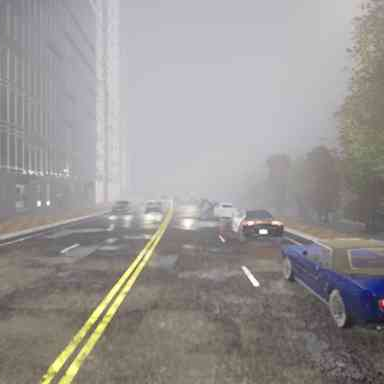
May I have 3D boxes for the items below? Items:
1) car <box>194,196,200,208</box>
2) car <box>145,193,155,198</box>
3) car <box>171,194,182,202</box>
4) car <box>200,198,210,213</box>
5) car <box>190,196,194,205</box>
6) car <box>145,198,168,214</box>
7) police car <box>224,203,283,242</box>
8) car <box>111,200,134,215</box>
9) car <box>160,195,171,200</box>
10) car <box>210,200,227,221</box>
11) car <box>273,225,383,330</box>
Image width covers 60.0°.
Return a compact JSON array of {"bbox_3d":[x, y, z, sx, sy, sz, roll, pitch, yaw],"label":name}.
[{"bbox_3d":[1.894,1.643,50.124,2.163,1.488,4.792,0,0,-3],"label":"car"},{"bbox_3d":[-9.690,1.180,76.700,2.150,2.045,5.566,0,0,-5],"label":"car"},{"bbox_3d":[-3.496,1.746,80.675,1.994,1.385,4.181,0,0,-5],"label":"car"},{"bbox_3d":[2.422,1.660,39.050,2.033,1.411,5.357,0,0,-2],"label":"car"},{"bbox_3d":[1.239,1.712,61.131,2.033,1.411,5.357,0,0,-4],"label":"car"},{"bbox_3d":[-4.084,1.658,36.560,2.033,1.411,5.357,0,0,-2],"label":"car"},{"bbox_3d":[3.091,1.557,16.947,2.038,1.542,4.974,0,0,-1],"label":"police car"},{"bbox_3d":[-7.292,1.617,35.252,1.837,1.490,4.892,0,-1,-2],"label":"car"},{"bbox_3d":[-6.454,1.429,77.000,1.882,1.535,5.008,0,0,-5],"label":"car"},{"bbox_3d":[2.820,1.609,28.001,1.812,1.442,4.674,0,0,-2],"label":"car"},{"bbox_3d":[3.304,1.621,6.922,1.895,1.301,4.718,0,0,0],"label":"car"}]
